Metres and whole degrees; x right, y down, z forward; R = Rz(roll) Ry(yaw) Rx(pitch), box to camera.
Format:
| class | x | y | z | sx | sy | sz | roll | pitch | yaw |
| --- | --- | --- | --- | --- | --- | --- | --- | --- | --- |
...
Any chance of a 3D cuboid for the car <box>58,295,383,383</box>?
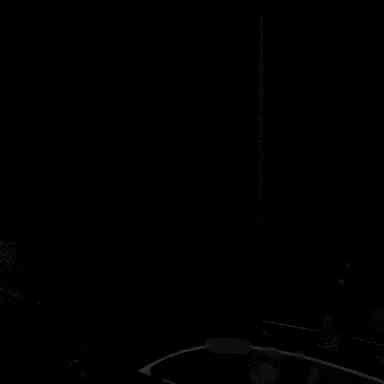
| class | x | y | z | sx | sy | sz | roll | pitch | yaw |
| --- | --- | --- | --- | --- | --- | --- | --- | --- | --- |
| car | 0.756 | 1.548 | 2.538 | 4.403 | 1.369 | 2.008 | 0 | 0 | 36 |
